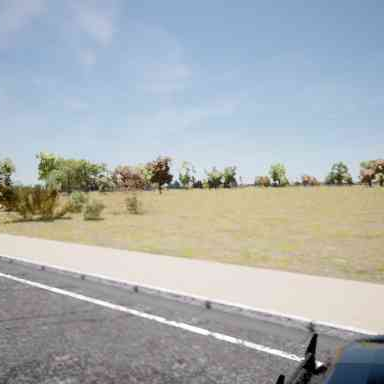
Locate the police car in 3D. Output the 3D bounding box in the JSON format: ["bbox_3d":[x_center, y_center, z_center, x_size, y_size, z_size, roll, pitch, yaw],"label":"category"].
[{"bbox_3d":[2.869,1.486,1.507,4.974,1.542,2.038,-1,-1,36],"label":"police car"}]
